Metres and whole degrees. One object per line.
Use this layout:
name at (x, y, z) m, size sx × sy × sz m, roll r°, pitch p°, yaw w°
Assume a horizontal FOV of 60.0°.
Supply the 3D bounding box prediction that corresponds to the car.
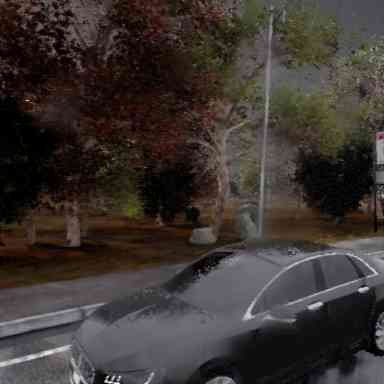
car at (0.943, 1.478, 4.461) m, size 4.892 × 1.490 × 1.837 m, roll -1°, pitch 0°, yaw -33°
